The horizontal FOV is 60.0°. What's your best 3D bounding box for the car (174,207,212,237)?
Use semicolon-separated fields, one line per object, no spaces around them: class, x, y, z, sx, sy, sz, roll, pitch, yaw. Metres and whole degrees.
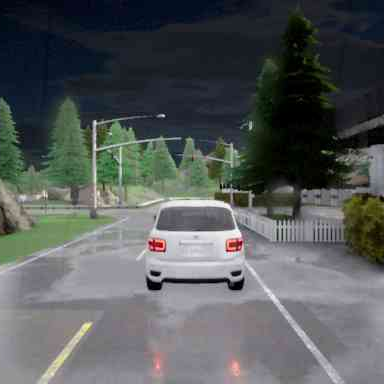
car;0.020;1.593;18.934;1.895;1.301;4.718;0;0;0

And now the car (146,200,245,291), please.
car;0.065;1.218;9.170;2.150;2.045;5.566;0;0;0
